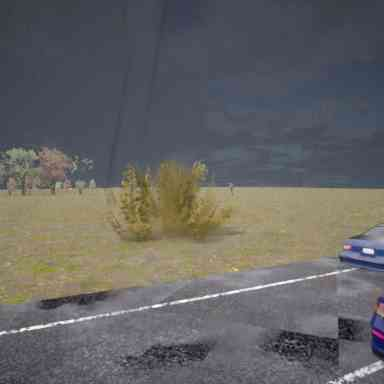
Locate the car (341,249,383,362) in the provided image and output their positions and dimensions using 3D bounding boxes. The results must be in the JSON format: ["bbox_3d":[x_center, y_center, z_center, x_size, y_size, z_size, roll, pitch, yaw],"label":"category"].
[{"bbox_3d":[4.371,1.526,4.445,4.674,1.442,1.812,0,0,-28],"label":"car"}]

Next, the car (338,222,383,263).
[{"bbox_3d":[6.607,1.549,9.844,5.357,1.411,2.033,0,0,-33],"label":"car"}]
